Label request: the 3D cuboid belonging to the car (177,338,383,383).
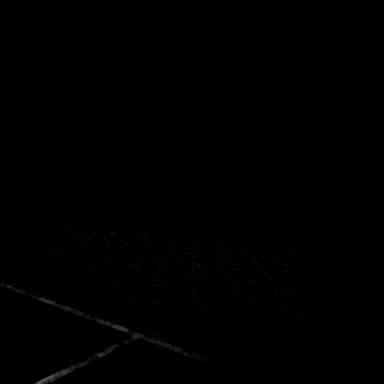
[{"bbox_3d":[1.791,1.560,1.683,4.403,1.369,2.008,1,1,36],"label":"car"}]
